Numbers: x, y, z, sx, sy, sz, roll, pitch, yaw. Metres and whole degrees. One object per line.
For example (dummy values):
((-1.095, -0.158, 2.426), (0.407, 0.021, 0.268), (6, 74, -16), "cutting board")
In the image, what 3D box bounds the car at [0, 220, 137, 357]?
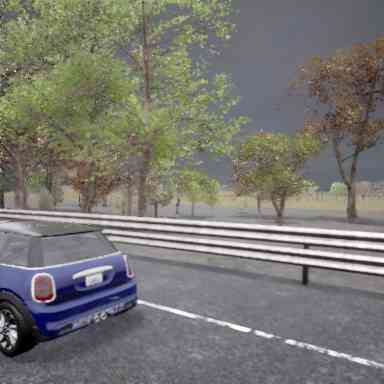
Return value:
((-3.236, 1.317, 6.184), (4.553, 1.767, 2.097), (1, 0, 34), "car")
